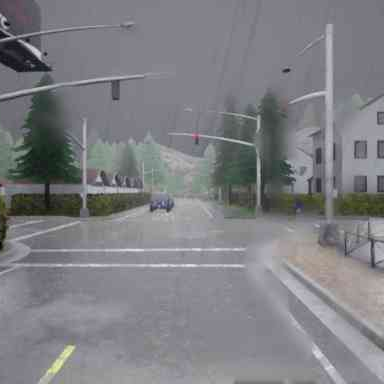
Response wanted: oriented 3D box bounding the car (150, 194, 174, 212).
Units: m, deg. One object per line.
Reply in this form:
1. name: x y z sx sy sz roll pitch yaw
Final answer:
1. car: -3.590 1.215 38.954 2.150 2.045 5.566 0 0 0
